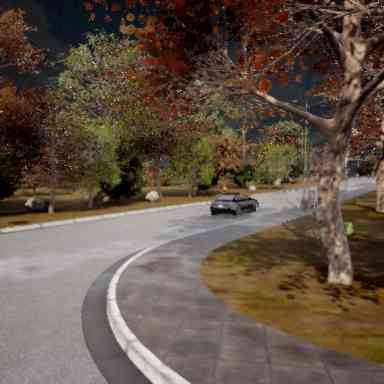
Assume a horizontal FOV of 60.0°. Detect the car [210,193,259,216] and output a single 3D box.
[{"bbox_3d":[2.930,0.753,22.500,1.994,1.385,4.181,1,4,35],"label":"car"}]
